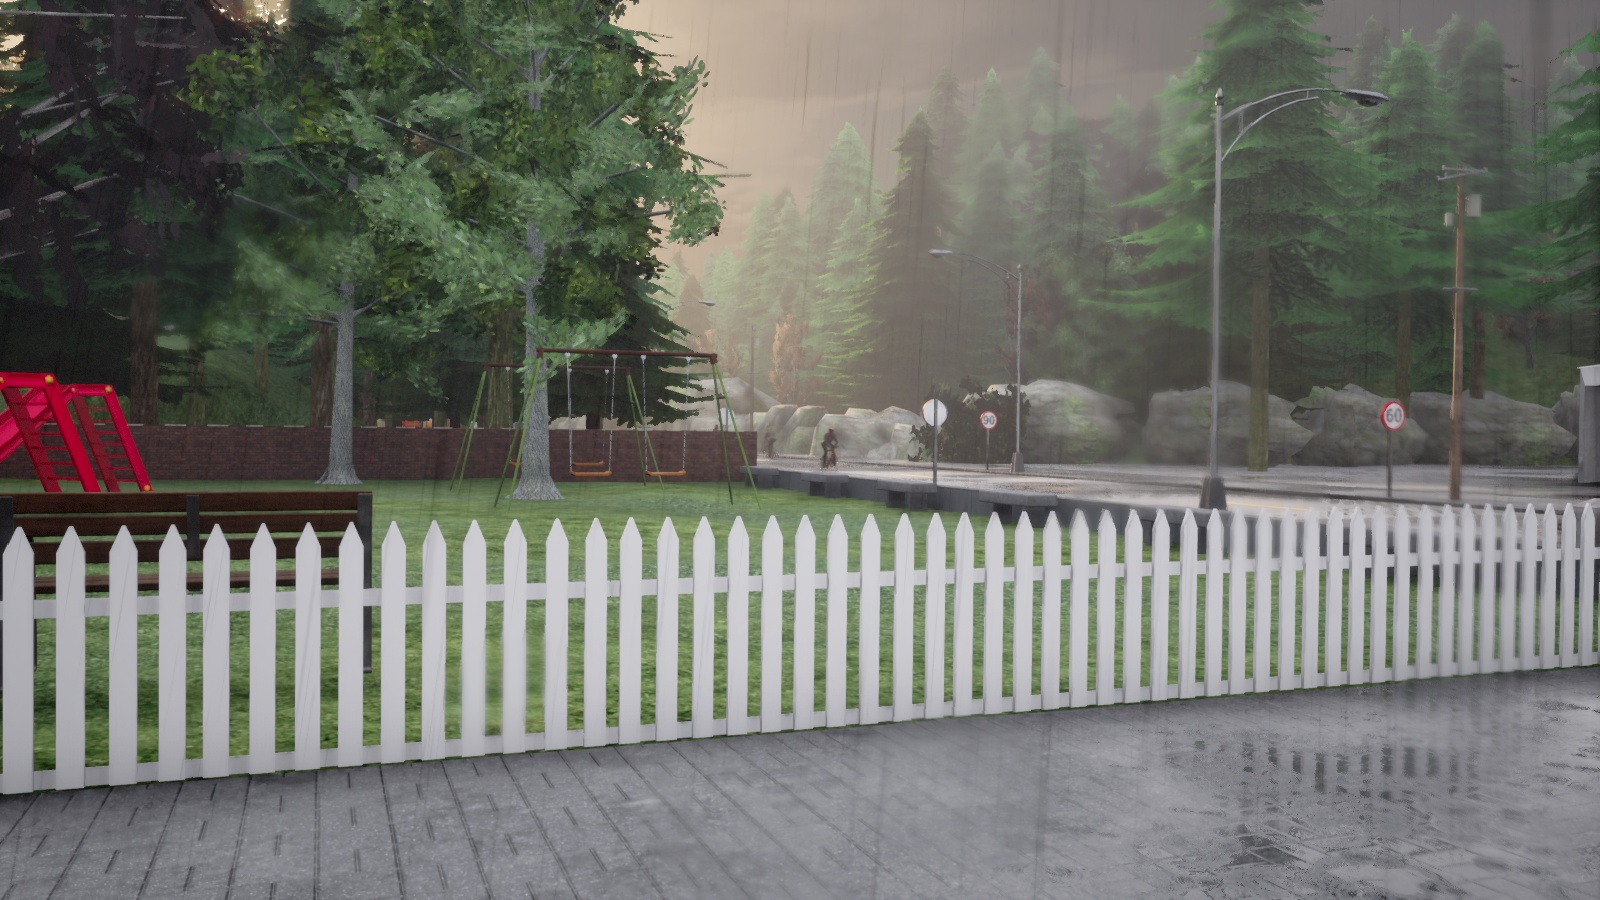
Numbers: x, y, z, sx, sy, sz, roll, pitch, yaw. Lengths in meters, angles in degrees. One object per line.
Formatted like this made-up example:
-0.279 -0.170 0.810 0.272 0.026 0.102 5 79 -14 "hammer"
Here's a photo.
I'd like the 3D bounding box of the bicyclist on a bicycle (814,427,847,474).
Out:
1.085 0.006 45.060 0.582 1.620 1.656 -1 1 -21 "bicyclist on a bicycle"
